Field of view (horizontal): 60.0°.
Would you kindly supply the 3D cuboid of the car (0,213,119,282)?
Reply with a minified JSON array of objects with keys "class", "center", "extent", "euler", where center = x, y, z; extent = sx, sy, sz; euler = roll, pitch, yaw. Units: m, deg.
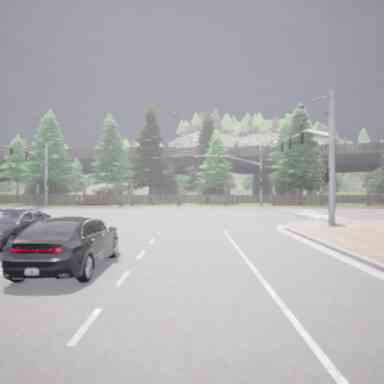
[{"class":"car","center":[-3.403,1.440,9.499],"extent":[1.837,1.490,4.892],"euler":[0,0,0]}]

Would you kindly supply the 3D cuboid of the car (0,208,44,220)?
[{"class":"car","center":[-6.998,1.405,12.839],"extent":[2.128,1.511,4.902],"euler":[0,0,0]}]
